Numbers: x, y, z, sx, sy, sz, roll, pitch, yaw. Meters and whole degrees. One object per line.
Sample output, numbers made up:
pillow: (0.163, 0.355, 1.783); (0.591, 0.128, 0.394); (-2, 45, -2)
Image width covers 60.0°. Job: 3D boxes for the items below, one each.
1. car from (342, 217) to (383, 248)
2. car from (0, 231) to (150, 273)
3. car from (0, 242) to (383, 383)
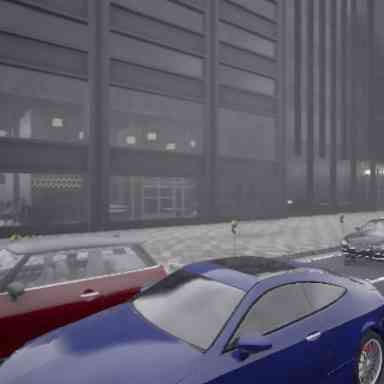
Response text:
car: (6.873, 1.554, 11.437); (4.403, 1.369, 2.008); (0, 0, -36)
car: (-2.307, 1.441, 4.885); (4.097, 1.590, 1.967); (0, 0, -36)
car: (0.420, 1.527, 3.678); (4.674, 1.442, 1.812); (0, 0, -36)
